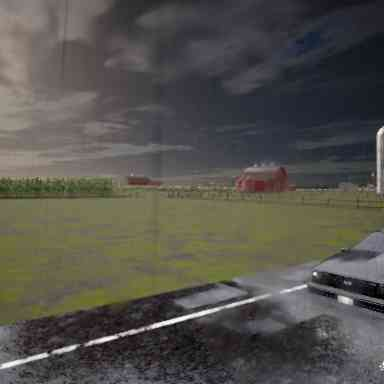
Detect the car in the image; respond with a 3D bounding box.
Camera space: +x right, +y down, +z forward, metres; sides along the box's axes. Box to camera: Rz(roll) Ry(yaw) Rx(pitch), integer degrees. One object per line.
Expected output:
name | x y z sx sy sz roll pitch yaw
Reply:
car | 4.914 1.548 7.502 5.357 1.411 2.033 0 0 -36
